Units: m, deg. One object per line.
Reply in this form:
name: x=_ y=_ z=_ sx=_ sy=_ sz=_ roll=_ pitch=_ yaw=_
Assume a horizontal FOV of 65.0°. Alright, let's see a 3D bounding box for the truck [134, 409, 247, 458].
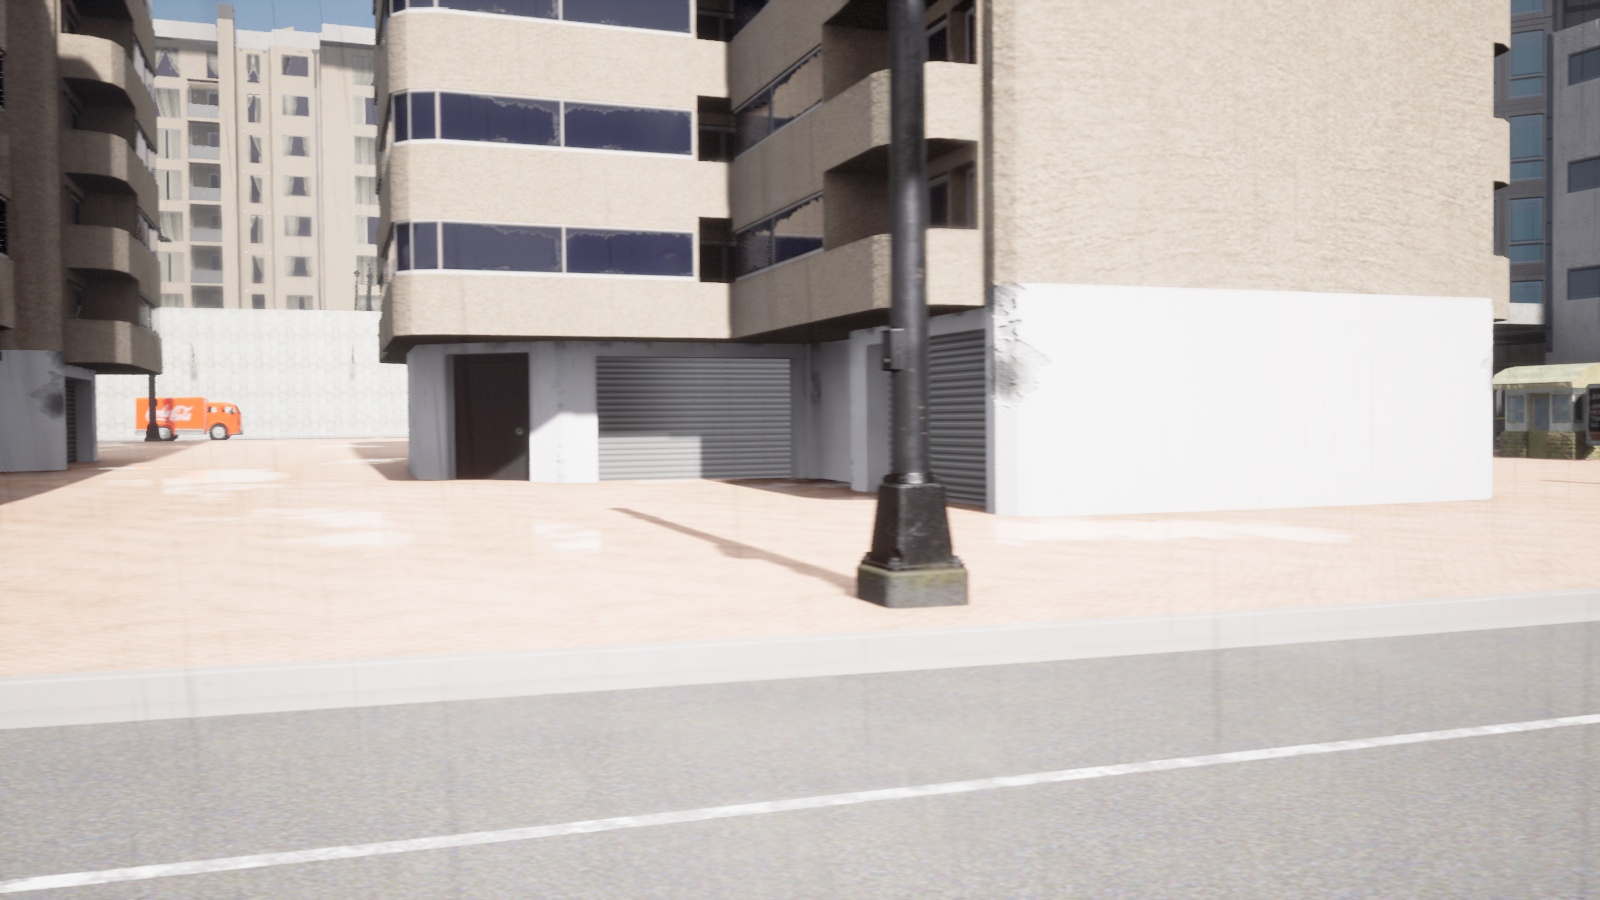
truck: x=-33.334 y=-0.941 z=68.824 sx=5.204 sy=2.467 sz=2.627 roll=-2 pitch=1 yaw=-19
